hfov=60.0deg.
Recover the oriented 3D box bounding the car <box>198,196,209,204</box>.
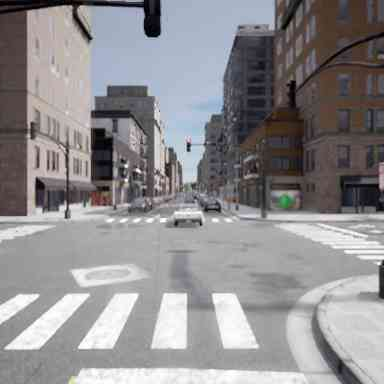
[{"bbox_3d":[2.170,1.531,64.139,2.008,1.369,4.403,0,0,0],"label":"car"}]

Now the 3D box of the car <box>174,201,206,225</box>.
[{"bbox_3d":[-0.257,1.577,23.759,1.895,1.301,4.718,0,0,-1],"label":"car"}]

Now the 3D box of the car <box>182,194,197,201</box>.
[{"bbox_3d":[-0.466,1.528,63.726,2.033,1.411,5.357,0,0,0],"label":"car"}]

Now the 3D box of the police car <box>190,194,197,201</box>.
[{"bbox_3d":[0.308,1.434,90.659,1.930,1.638,5.238,0,0,0],"label":"police car"}]

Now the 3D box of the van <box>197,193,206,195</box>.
[{"bbox_3d":[2.181,1.318,58.628,1.690,1.788,3.998,0,0,0],"label":"van"}]

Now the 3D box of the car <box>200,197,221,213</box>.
[{"bbox_3d":[2.223,1.540,36.584,1.947,1.339,4.313,0,0,0],"label":"car"}]

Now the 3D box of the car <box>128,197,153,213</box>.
[{"bbox_3d":[-5.802,1.414,36.570,1.967,1.590,4.097,0,0,0],"label":"car"}]

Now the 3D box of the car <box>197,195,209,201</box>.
[{"bbox_3d":[2.191,1.540,53.118,1.947,1.339,4.313,0,0,0],"label":"car"}]

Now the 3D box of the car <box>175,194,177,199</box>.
[{"bbox_3d":[-5.907,1.554,91.678,1.887,1.381,4.507,0,0,0],"label":"car"}]

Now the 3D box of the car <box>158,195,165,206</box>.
[{"bbox_3d":[-5.834,1.556,53.102,1.802,1.307,4.206,0,0,0],"label":"car"}]

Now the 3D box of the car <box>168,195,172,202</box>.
[{"bbox_3d":[-5.866,1.426,69.634,1.967,1.590,4.097,0,0,0],"label":"car"}]

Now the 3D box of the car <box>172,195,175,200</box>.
[{"bbox_3d":[-5.887,1.548,80.656,2.008,1.369,4.403,0,0,0],"label":"car"}]

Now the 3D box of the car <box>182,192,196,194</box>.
[{"bbox_3d":[-0.486,1.176,74.082,2.097,1.767,4.553,0,0,0],"label":"car"}]

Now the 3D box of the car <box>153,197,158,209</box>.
[{"bbox_3d":[-5.813,1.413,42.081,1.967,1.590,4.097,0,0,0],"label":"car"}]

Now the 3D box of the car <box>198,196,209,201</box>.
[{"bbox_3d":[2.202,1.555,47.607,1.802,1.307,4.206,0,0,0],"label":"car"}]

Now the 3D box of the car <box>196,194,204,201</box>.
[{"bbox_3d":[2.128,1.444,86.182,1.967,1.590,4.097,0,0,0],"label":"car"}]

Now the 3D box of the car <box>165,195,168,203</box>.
[{"bbox_3d":[-5.844,1.528,58.613,2.008,1.369,4.403,0,0,0],"label":"car"}]
